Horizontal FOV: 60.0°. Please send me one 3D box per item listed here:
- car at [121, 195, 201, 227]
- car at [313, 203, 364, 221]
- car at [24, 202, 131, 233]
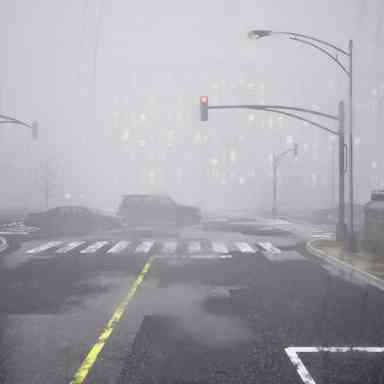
[{"bbox_3d":[-2.142,1.208,22.076,5.566,2.045,2.150,1,0,-1],"label":"car"},{"bbox_3d":[13.163,1.695,29.036,4.892,1.490,1.837,1,0,-1],"label":"car"},{"bbox_3d":[-6.443,1.475,18.751,5.357,1.411,2.033,1,0,-1],"label":"car"}]
